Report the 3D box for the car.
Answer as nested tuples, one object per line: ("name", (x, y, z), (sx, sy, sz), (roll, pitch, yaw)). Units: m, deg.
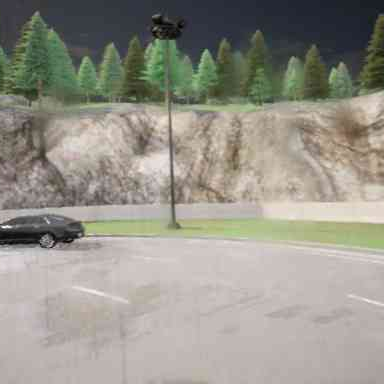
("car", (-7.356, 1.744, 15.137), (4.892, 1.490, 1.837), (-2, -1, 9))
